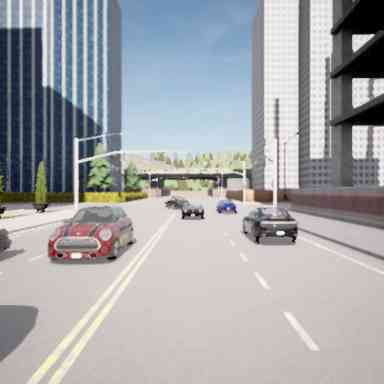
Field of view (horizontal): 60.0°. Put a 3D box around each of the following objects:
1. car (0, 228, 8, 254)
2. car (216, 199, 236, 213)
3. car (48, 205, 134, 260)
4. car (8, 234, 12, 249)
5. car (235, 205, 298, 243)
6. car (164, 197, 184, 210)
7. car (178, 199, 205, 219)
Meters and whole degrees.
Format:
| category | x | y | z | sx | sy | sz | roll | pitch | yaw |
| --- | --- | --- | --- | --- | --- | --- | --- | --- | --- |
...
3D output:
| category | x | y | z | sx | sy | sz | roll | pitch | yaw |
| --- | --- | --- | --- | --- | --- | --- | --- | --- | --- |
| car | -3.576 | 1.220 | 1.662 | 2.150 | 2.045 | 5.566 | 0 | 0 | 0 |
| car | 3.595 | 1.454 | 35.045 | 1.812 | 1.442 | 4.674 | 0 | 0 | 0 |
| car | -3.498 | 1.327 | 12.307 | 2.097 | 1.767 | 4.553 | 0 | 0 | 0 |
| car | -7.028 | 1.530 | 8.911 | 2.033 | 1.411 | 5.357 | 0 | 0 | 0 |
| car | 3.602 | 1.459 | 15.960 | 2.128 | 1.511 | 4.902 | 0 | 0 | 0 |
| car | -2.095 | 1.405 | 42.595 | 2.128 | 1.511 | 4.902 | 0 | 0 | -25 |
| car | 0.083 | 1.543 | 28.604 | 1.895 | 1.301 | 4.718 | 0 | 0 | 0 |
